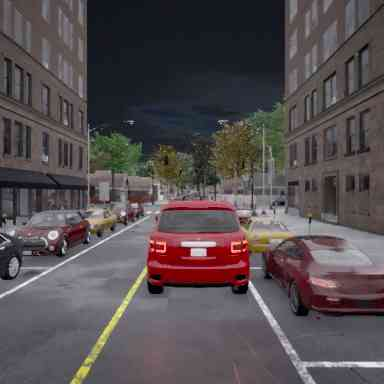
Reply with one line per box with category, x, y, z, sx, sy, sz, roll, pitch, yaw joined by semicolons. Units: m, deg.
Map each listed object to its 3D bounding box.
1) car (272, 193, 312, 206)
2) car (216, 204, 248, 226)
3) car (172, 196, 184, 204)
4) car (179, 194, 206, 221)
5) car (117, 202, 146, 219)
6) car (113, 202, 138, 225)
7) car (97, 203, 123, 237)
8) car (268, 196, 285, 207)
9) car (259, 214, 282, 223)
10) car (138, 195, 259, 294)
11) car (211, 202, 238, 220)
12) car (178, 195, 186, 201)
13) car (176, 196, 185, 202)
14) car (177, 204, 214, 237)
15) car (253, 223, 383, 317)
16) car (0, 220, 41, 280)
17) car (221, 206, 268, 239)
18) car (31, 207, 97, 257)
car;15.687;1.147;52.198;5.566;2.045;2.150;0;0;-1
car;2.749;1.591;23.748;1.802;1.307;4.206;0;0;0
car;-2.735;1.602;64.635;2.033;1.411;5.357;0;0;1
car;0.110;1.234;28.958;2.150;2.045;5.566;0;0;2
car;-5.248;1.594;29.306;1.802;1.307;4.206;0;0;0
car;-5.276;1.449;23.787;1.967;1.590;4.097;0;0;0
car;-5.304;1.531;18.098;1.752;1.417;4.829;0;0;0
car;13.620;1.288;48.928;4.553;1.767;2.097;0;0;0
car;2.695;1.528;12.882;1.752;1.417;4.829;0;0;0
car;0.136;1.223;8.915;2.150;2.045;5.566;0;0;0
car;2.777;1.578;29.267;1.947;1.339;4.313;0;0;0
car;-2.636;1.625;89.664;1.812;1.442;4.674;0;0;0
car;-2.669;1.627;76.143;1.994;1.385;4.181;0;0;0
car;0.189;1.511;18.944;1.837;1.490;4.892;0;0;1
car;2.666;1.582;7.193;1.802;1.307;4.206;0;0;0
car;-5.359;1.551;7.230;2.008;1.369;4.403;0;0;0
car;2.722;1.550;18.230;1.887;1.381;4.507;0;0;0
car;-5.331;1.443;12.749;1.967;1.590;4.097;0;0;0
